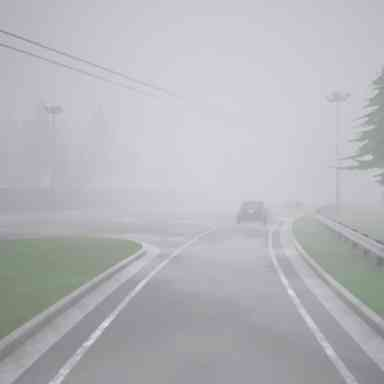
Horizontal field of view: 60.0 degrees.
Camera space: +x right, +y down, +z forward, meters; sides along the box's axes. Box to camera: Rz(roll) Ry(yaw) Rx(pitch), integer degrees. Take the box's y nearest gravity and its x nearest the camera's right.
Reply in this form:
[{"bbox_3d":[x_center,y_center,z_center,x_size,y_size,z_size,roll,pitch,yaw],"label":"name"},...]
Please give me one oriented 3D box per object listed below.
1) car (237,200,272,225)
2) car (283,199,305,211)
[{"bbox_3d":[4.761,1.387,24.888,2.097,1.767,4.553,0,0,19],"label":"car"},{"bbox_3d":[13.310,1.626,43.233,2.033,1.411,5.357,0,0,28],"label":"car"}]
